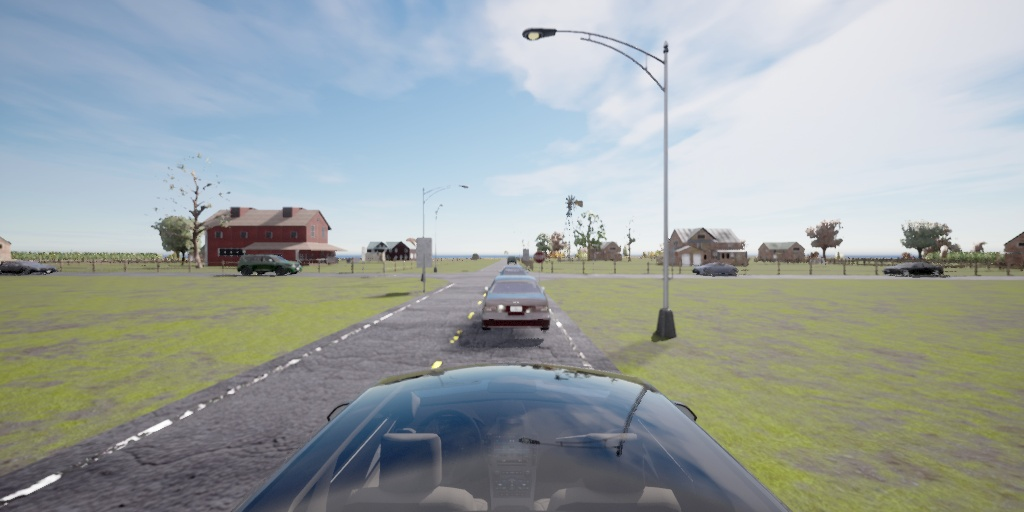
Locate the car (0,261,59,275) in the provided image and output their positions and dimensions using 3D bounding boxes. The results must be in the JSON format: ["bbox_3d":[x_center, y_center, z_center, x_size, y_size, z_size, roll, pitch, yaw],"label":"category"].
[{"bbox_3d":[-48.491,1.173,35.503,5.357,1.411,2.033,0,0,1],"label":"car"}]

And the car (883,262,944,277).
[{"bbox_3d":[42.091,1.399,37.674,5.008,1.535,1.882,1,0,1],"label":"car"}]

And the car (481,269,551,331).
[{"bbox_3d":[0.092,1.300,10.980,2.033,1.411,5.357,0,0,0],"label":"car"}]

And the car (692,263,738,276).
[{"bbox_3d":[21.397,1.392,37.868,4.181,1.385,1.994,0,0,0],"label":"car"}]

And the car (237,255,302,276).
[{"bbox_3d":[-23.819,0.911,35.251,5.566,2.045,2.150,0,0,0],"label":"car"}]

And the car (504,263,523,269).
[{"bbox_3d":[0.091,1.317,21.512,1.994,1.385,4.181,0,0,0],"label":"car"}]
